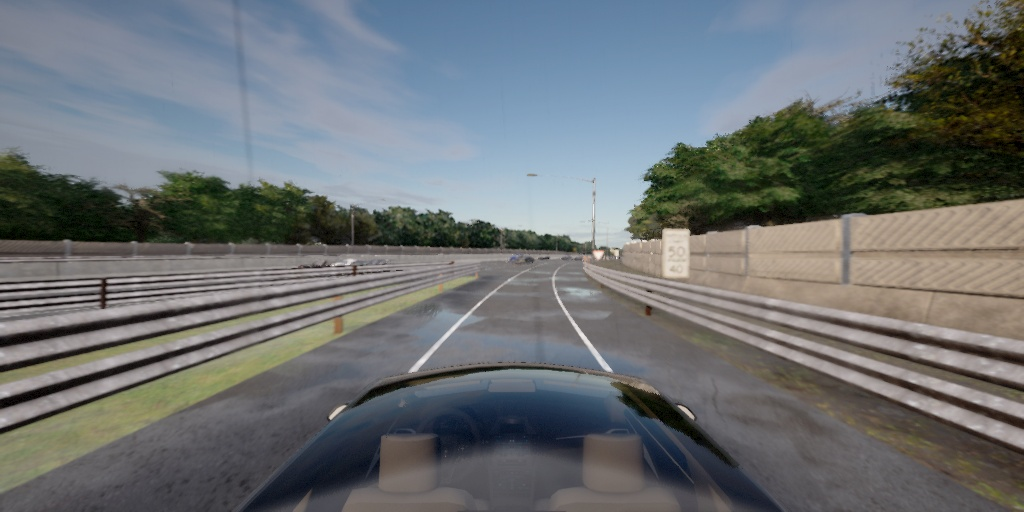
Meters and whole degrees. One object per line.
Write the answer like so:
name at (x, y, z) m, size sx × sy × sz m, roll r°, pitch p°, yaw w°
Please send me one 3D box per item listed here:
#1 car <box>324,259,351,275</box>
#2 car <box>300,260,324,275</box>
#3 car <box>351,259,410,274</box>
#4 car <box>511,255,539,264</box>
car at (-13.979, 0.971, 32.178) m, size 1.812 × 1.442 × 4.674 m, roll 1°, pitch 1°, yaw 25°
car at (-17.146, 0.996, 33.668) m, size 1.895 × 1.301 × 4.718 m, roll 1°, pitch 1°, yaw 25°
car at (-10.796, 0.986, 30.717) m, size 2.128 × 1.511 × 4.902 m, roll 1°, pitch 1°, yaw 25°
car at (2.250, 0.525, 59.071) m, size 2.128 × 1.511 × 4.902 m, roll 0°, pitch 1°, yaw 25°
